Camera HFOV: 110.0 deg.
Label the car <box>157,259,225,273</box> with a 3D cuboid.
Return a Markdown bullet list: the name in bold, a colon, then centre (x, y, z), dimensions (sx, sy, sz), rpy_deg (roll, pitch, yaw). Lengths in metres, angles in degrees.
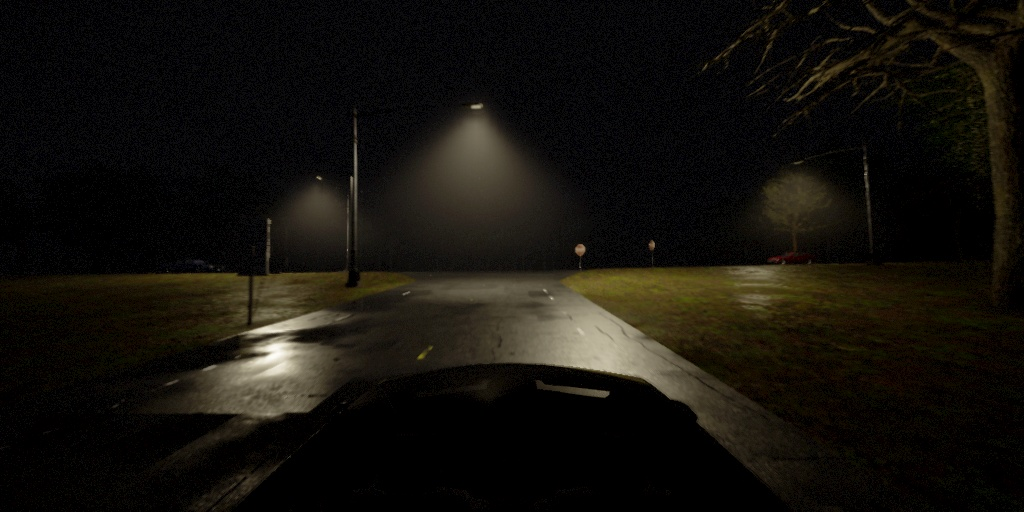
- **car**: centre (-31.121, 0.991, 34.857), dimensions (5.357, 1.411, 2.033), rpy_deg (-1, -3, 1)

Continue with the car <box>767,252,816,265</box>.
- **car**: centre (32.821, 0.333, 42.240), dimensions (5.008, 1.535, 1.882), rpy_deg (-2, -2, -1)
